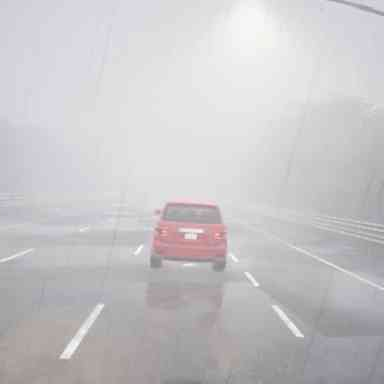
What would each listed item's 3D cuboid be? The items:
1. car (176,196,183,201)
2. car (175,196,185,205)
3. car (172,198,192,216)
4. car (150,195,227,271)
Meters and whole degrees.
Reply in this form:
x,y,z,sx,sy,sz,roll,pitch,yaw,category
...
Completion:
x,y,z,sx,sy,sz,roll,pitch,yaw,category
-3.309,1.759,88.853,1.895,1.301,4.718,4,0,-2,car
-2.243,1.648,62.696,1.812,1.442,4.674,4,0,-2,car
-1.136,1.557,35.598,1.882,1.535,5.008,4,0,-2,car
-0.142,1.261,11.392,2.150,2.045,5.566,4,0,-2,car
